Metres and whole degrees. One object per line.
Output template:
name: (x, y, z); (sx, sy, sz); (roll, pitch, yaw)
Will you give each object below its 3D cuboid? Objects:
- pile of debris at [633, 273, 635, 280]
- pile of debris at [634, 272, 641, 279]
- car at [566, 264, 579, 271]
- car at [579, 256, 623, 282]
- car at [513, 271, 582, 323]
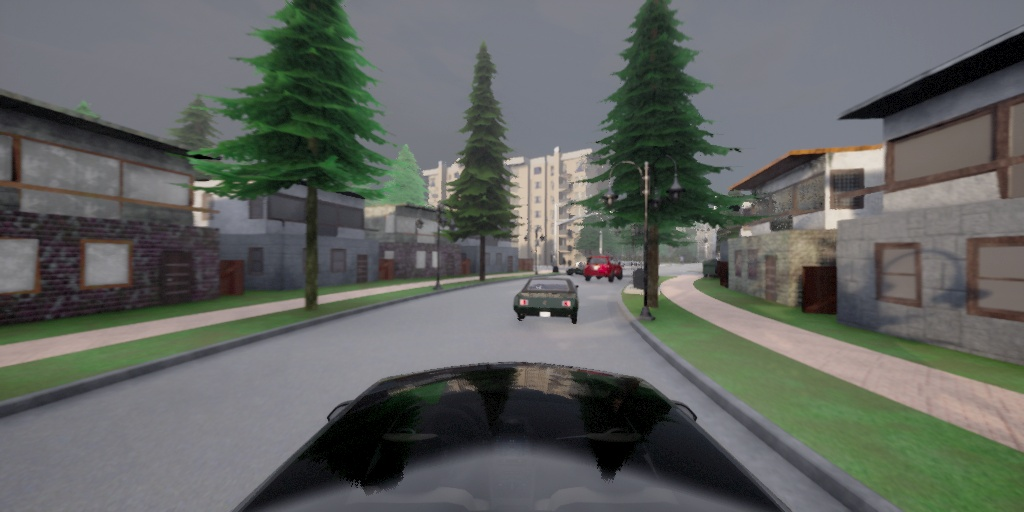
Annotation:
pile of debris: (11.083, 2.021, 35.886); (1.500, 0.140, 1.860); (0, 0, 34)
pile of debris: (12.207, 2.030, 37.540); (1.500, 0.140, 1.860); (0, 0, 34)
car: (7.140, 1.420, 36.212); (1.895, 1.301, 4.718); (0, 0, 33)
car: (7.659, 1.041, 29.834); (2.150, 2.045, 5.566); (0, 0, 28)
car: (1.345, 1.366, 12.329); (1.895, 1.301, 4.718); (0, 0, 10)
